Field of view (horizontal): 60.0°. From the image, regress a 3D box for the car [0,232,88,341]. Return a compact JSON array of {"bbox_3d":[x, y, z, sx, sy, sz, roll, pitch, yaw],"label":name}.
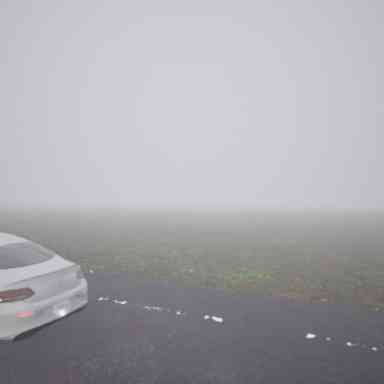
[{"bbox_3d":[-3.886,1.394,5.549,4.674,1.442,1.812,1,2,25],"label":"car"}]
